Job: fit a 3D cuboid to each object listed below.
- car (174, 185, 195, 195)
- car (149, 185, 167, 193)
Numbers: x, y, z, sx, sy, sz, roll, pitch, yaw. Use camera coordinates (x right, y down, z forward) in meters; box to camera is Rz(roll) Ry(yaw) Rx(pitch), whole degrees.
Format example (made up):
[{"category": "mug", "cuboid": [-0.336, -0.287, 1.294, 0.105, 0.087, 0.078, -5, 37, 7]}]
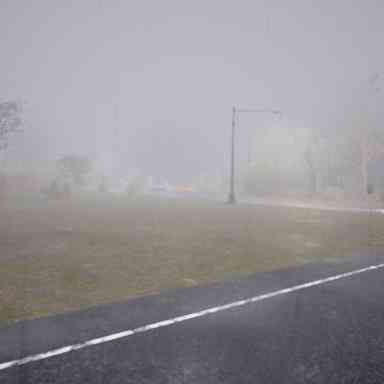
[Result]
[{"category": "car", "cuboid": [-1.361, -0.429, 59.647, 2.097, 1.767, 4.553, 0, 2, -36]}, {"category": "car", "cuboid": [-6.972, -0.622, 67.470, 1.882, 1.535, 5.008, 0, 2, -36]}]
